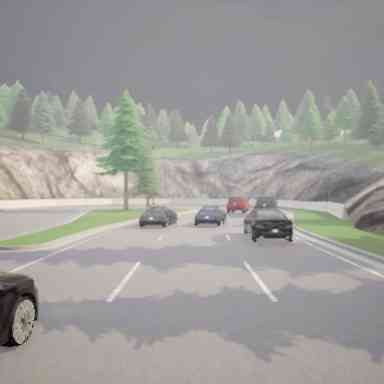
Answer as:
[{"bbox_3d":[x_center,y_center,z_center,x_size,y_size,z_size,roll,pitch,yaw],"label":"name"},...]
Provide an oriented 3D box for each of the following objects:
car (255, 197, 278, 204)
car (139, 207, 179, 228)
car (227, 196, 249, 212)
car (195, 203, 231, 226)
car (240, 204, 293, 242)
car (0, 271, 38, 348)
[{"bbox_3d":[8.040,1.500,35.917,2.150,2.045,5.566,0,0,16],"label":"car"},{"bbox_3d":[-2.308,1.751,24.044,1.994,1.385,4.181,0,0,11],"label":"car"},{"bbox_3d":[5.518,1.529,39.792,2.150,2.045,5.566,0,-1,16],"label":"car"},{"bbox_3d":[1.502,1.759,25.215,1.994,1.385,4.181,0,-1,13],"label":"car"},{"bbox_3d":[3.831,1.612,17.328,1.882,1.535,5.008,0,0,2],"label":"car"},{"bbox_3d":[-3.399,1.519,3.481,2.128,1.511,4.902,0,0,0],"label":"car"}]
